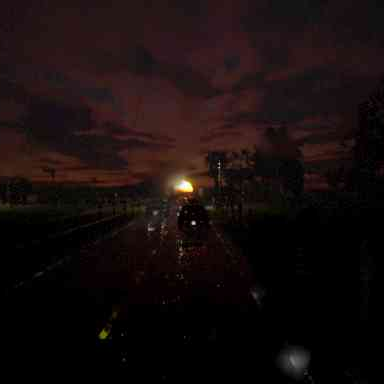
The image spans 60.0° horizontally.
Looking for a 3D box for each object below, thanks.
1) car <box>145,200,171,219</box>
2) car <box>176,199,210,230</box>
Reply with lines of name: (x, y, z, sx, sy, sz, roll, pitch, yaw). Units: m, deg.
car: (-2.880, 1.420, 28.583, 2.128, 1.511, 4.902, 0, 0, 0)
car: (0.070, 1.453, 20.845, 1.837, 1.490, 4.892, 0, 0, 0)
